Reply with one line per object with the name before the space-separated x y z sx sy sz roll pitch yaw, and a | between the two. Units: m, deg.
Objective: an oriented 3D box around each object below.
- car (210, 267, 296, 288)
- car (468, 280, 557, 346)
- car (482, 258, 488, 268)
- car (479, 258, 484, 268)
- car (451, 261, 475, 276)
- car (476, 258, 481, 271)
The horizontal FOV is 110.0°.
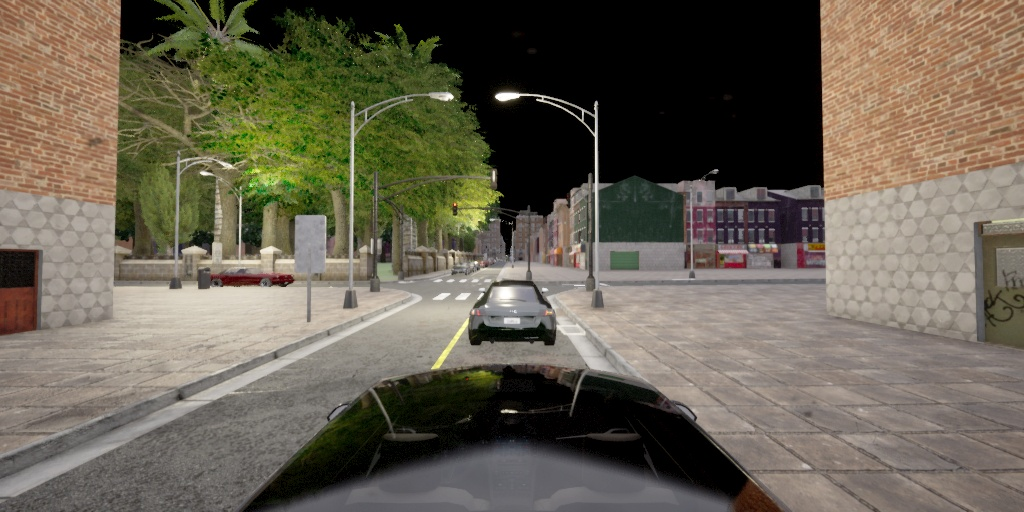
car | -16.093 1.341 22.052 4.718 1.301 1.895 0 -1 0
car | 0.035 1.317 9.448 1.994 1.385 4.181 0 0 1
car | -5.570 1.416 61.941 1.802 1.307 4.207 0 0 0
car | -5.504 1.370 51.042 1.948 1.339 4.313 0 0 0
car | -5.455 1.332 38.456 2.007 1.370 4.403 0 0 0
car | -5.471 1.344 45.592 2.007 1.370 4.403 0 0 0
